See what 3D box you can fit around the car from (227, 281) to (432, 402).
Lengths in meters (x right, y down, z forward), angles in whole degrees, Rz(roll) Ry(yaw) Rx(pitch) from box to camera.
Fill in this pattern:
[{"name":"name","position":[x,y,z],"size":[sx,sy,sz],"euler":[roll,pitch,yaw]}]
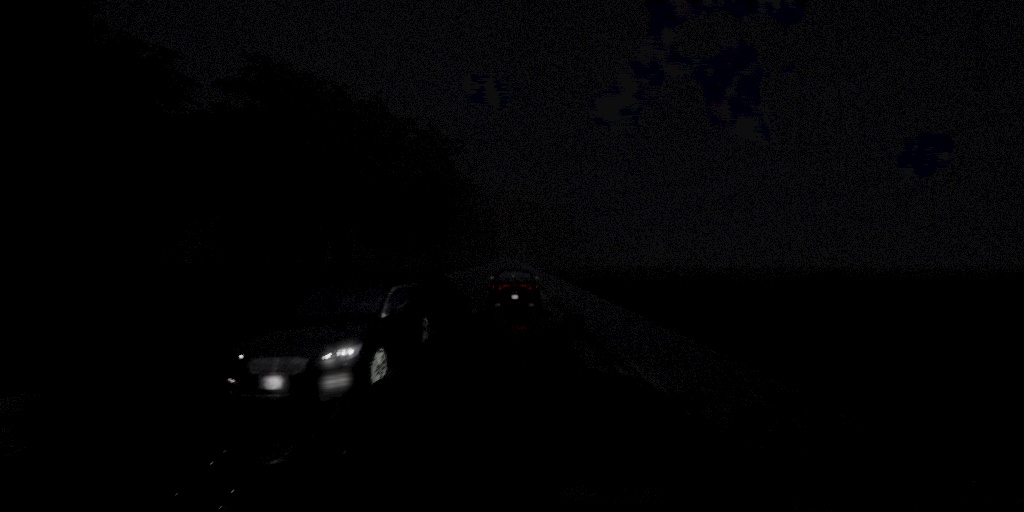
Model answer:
[{"name":"car","position":[-2.839,1.251,6.728],"size":[2.128,1.511,4.902],"euler":[0,0,0]}]

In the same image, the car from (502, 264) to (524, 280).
[{"name":"car","position":[0.105,1.417,32.772],"size":[1.895,1.301,4.718],"euler":[0,0,0]}]

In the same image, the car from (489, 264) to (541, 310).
[{"name":"car","position":[0.102,1.255,14.769],"size":[1.882,1.535,5.008],"euler":[0,0,0]}]
